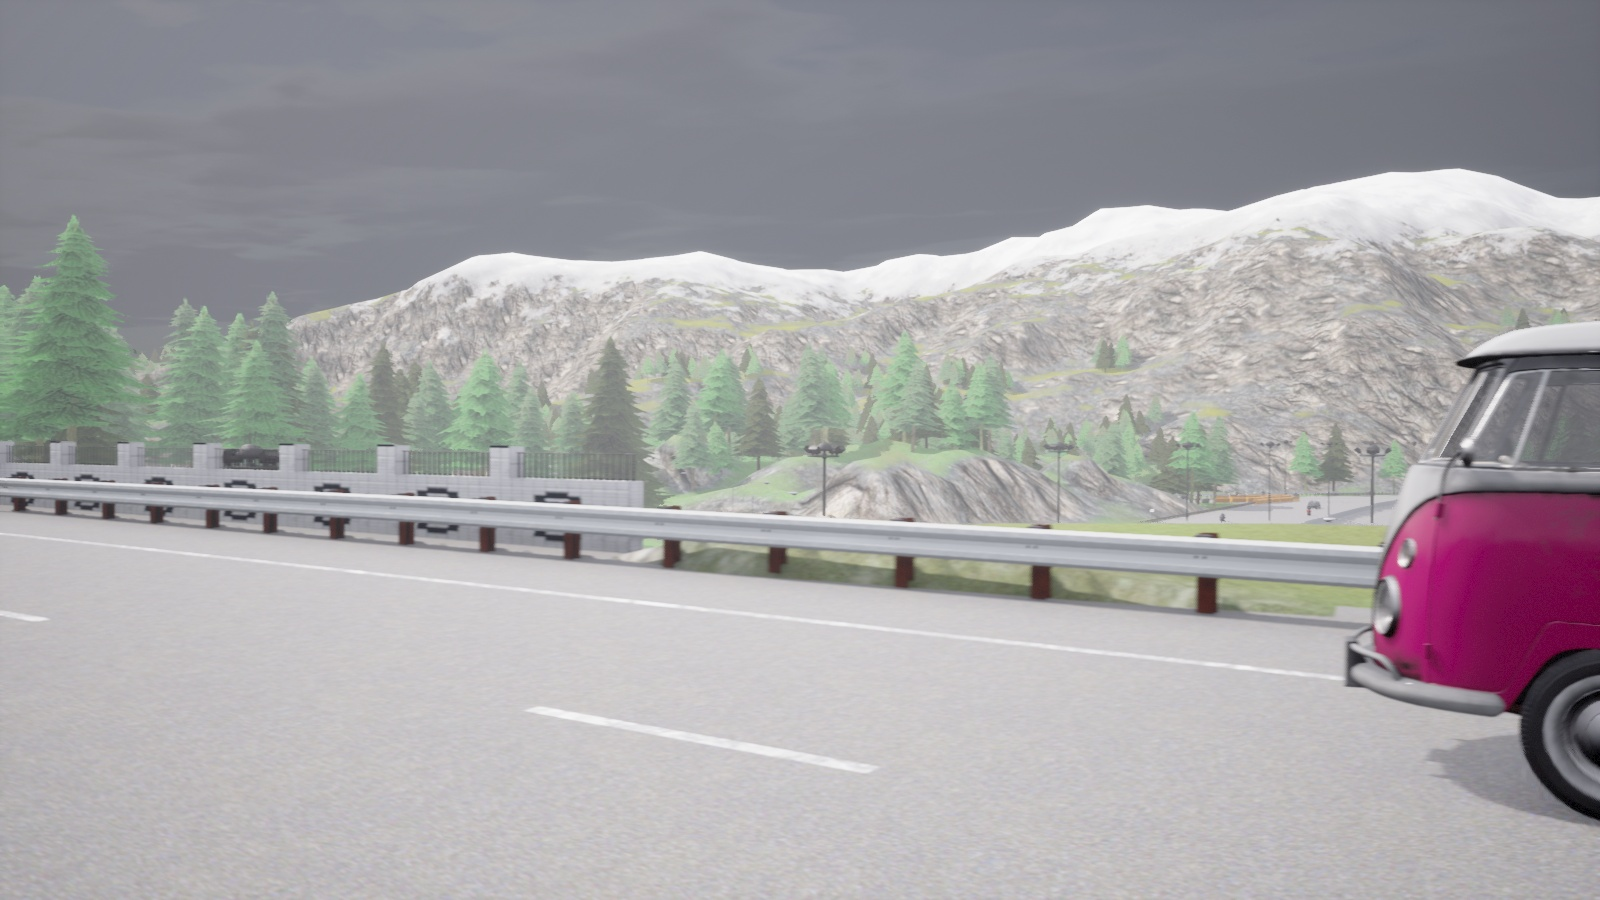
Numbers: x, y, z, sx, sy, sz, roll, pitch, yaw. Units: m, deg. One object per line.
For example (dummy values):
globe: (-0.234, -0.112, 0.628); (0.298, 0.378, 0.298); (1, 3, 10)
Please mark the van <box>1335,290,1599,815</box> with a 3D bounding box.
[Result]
van: (4.585, 0.377, 4.773); (4.442, 1.987, 1.775); (0, 1, 34)
